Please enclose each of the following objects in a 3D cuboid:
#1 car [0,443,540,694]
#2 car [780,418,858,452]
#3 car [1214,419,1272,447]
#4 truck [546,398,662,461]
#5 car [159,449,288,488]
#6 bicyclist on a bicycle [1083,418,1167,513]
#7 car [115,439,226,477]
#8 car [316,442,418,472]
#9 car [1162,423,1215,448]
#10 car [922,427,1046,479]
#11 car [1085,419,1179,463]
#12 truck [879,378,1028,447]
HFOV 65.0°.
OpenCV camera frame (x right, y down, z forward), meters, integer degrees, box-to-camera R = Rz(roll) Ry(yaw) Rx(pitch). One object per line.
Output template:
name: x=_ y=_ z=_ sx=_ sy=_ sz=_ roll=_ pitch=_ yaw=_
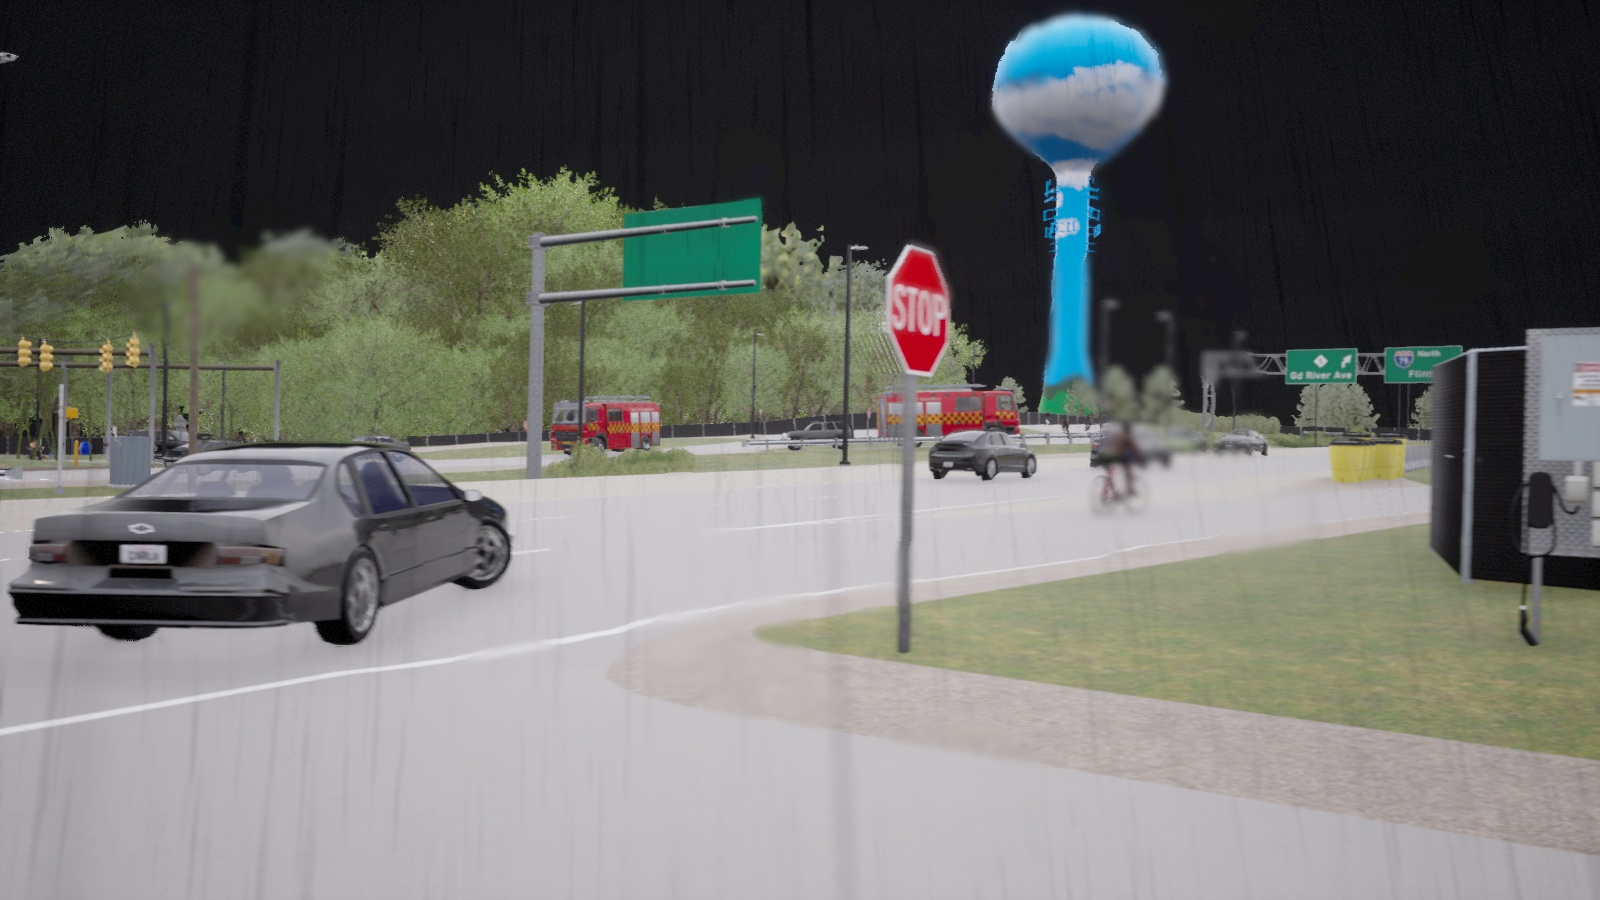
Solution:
car: x=-3.820 y=0.700 z=10.193 sx=2.033 sy=1.411 sz=5.357 roll=0 pitch=1 yaw=3
car: x=1.153 y=-0.936 z=79.205 sx=4.605 sy=1.855 sz=1.932 roll=-3 pitch=0 yaw=-7
car: x=27.140 y=-1.071 z=76.897 sx=2.152 sy=1.651 sz=5.027 roll=0 pitch=1 yaw=34
truck: x=-12.793 y=-1.404 z=82.799 sx=2.891 sy=3.827 sz=8.468 roll=0 pitch=3 yaw=29
car: x=-25.245 y=0.773 z=55.137 sx=1.837 sy=1.490 sz=4.892 roll=0 pitch=2 yaw=33
bicyclist on a bicycle: x=5.773 y=0.253 z=22.270 sx=1.656 sy=1.620 sz=0.582 roll=-1 pitch=1 yaw=-40
car: x=-37.008 y=0.479 z=73.885 sx=5.566 sy=2.045 sz=2.150 roll=-2 pitch=0 yaw=9
car: x=-23.892 y=0.352 z=69.381 sx=2.128 sy=1.511 sz=4.902 roll=0 pitch=2 yaw=40
car: x=24.568 y=-0.933 z=79.347 sx=2.007 sy=1.525 sz=4.514 roll=0 pitch=1 yaw=34
car: x=5.749 y=0.045 z=38.774 sx=1.837 sy=1.490 sz=4.892 roll=0 pitch=1 yaw=34
car: x=13.276 y=-0.381 z=49.980 sx=2.242 sy=1.667 sz=4.611 roll=0 pitch=1 yaw=34
truck: x=9.347 y=-2.265 z=76.871 sx=8.468 sy=3.827 sz=2.891 roll=-2 pitch=1 yaw=-8
